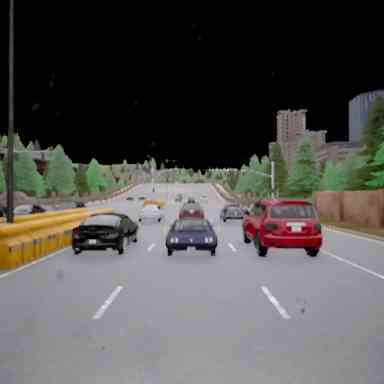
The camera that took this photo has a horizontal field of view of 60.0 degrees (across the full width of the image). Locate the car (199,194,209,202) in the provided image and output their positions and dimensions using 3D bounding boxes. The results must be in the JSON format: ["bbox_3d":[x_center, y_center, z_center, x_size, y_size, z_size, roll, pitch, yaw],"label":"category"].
[{"bbox_3d":[3.309,1.667,90.029,2.150,2.045,5.566,0,3,0],"label":"car"}]

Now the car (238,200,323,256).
[{"bbox_3d":[3.486,1.348,13.784,2.150,2.045,5.566,0,0,0],"label":"car"}]

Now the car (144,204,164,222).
[{"bbox_3d":[-3.525,1.803,29.132,1.812,1.442,4.674,0,0,0],"label":"car"}]

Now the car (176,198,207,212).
[{"bbox_3d":[-0.029,1.625,28.844,2.097,1.767,4.553,0,-1,0],"label":"car"}]

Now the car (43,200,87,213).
[{"bbox_3d":[-10.535,1.623,28.651,2.097,1.767,4.553,0,0,0],"label":"car"}]

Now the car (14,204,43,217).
[{"bbox_3d":[-14.037,1.797,28.325,1.812,1.442,4.674,0,-1,0],"label":"car"}]

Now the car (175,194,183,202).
[{"bbox_3d":[-3.691,1.968,89.967,2.128,1.511,4.902,0,3,0],"label":"car"}]

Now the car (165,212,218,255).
[{"bbox_3d":[-0.013,1.733,13.865,1.895,1.301,4.718,0,-1,0],"label":"car"}]

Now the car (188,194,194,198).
[{"bbox_3d":[-0.191,1.968,89.990,2.128,1.511,4.902,0,3,0],"label":"car"}]

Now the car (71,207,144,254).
[{"bbox_3d":[-3.508,1.614,14.230,1.882,1.535,5.008,0,0,0],"label":"car"}]

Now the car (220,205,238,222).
[{"bbox_3d":[3.477,1.821,28.750,2.033,1.411,5.357,0,-1,0],"label":"car"}]
